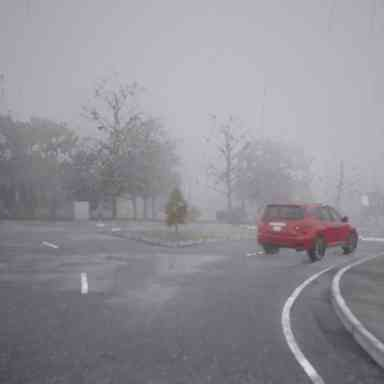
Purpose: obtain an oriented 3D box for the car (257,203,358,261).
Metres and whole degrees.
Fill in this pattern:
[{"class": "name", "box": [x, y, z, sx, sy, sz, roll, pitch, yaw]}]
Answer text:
[{"class": "car", "box": [4.896, 1.533, 13.722, 2.150, 2.045, 5.566, -1, -4, 44]}]
